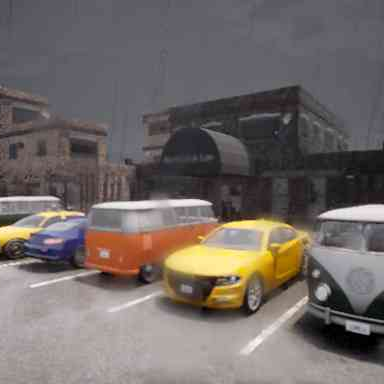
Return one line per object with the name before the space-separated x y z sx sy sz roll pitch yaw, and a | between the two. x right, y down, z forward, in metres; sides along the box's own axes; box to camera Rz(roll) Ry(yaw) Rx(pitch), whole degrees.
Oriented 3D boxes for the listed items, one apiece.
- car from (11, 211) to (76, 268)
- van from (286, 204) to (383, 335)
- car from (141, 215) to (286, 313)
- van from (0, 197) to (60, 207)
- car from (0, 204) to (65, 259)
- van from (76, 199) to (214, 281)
car | -3.141 1.488 11.197 2.002 1.452 4.674 0 0 36
van | 3.526 1.252 6.297 1.878 1.987 4.442 0 0 36
car | 1.352 1.467 7.999 2.097 1.535 5.008 0 0 36
van | -7.560 1.205 14.499 1.878 1.987 4.442 0 0 36
car | -5.491 1.436 12.651 1.946 1.575 5.366 0 0 36
van | -0.827 1.231 9.692 1.878 1.987 4.442 0 0 36
